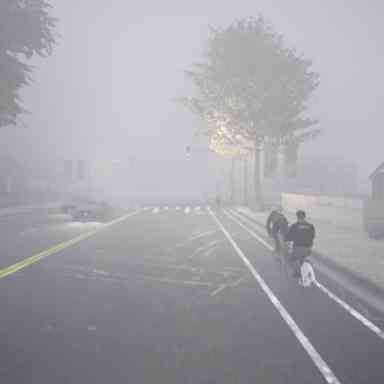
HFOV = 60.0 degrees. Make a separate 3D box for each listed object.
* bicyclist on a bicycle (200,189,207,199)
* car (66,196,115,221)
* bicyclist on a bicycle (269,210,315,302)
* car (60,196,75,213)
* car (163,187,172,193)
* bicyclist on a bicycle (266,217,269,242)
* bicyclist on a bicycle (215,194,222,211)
[{"bbox_3d":[2.281,0.433,56.408,0.866,1.612,1.509,0,1,0],"label":"bicyclist on a bicycle"},{"bbox_3d":[-6.566,1.170,22.554,1.994,1.385,4.181,0,1,0],"label":"car"},{"bbox_3d":[2.249,1.253,7.066,0.659,1.776,1.843,0,0,0],"label":"bicyclist on a bicycle"},{"bbox_3d":[-9.760,1.036,29.236,2.033,1.411,5.357,0,1,0],"label":"car"},{"bbox_3d":[-6.480,-0.628,87.988,2.097,1.767,4.553,0,1,0],"label":"car"},{"bbox_3d":[2.260,1.178,8.644,0.582,1.620,1.656,0,-30,0],"label":"bicyclist on a bicycle"},{"bbox_3d":[2.256,0.958,28.284,0.582,1.620,1.656,0,1,0],"label":"bicyclist on a bicycle"}]
